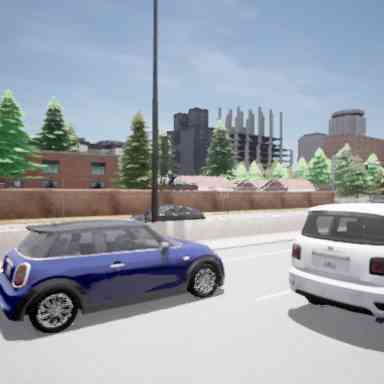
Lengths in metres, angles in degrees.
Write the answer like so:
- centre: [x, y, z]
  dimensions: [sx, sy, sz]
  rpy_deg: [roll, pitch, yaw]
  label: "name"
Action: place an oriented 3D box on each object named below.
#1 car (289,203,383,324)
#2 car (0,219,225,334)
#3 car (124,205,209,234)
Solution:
- centre: [4.385, 1.254, 6.881]
  dimensions: [5.566, 2.045, 2.150]
  rpy_deg: [0, 0, -36]
  label: "car"
- centre: [-1.455, 1.371, 7.027]
  dimensions: [4.553, 1.767, 2.097]
  rpy_deg: [0, 0, -36]
  label: "car"
- centre: [-1.457, 1.566, 20.161]
  dimensions: [4.892, 1.490, 1.837]
  rpy_deg: [1, -1, -36]
  label: "car"
